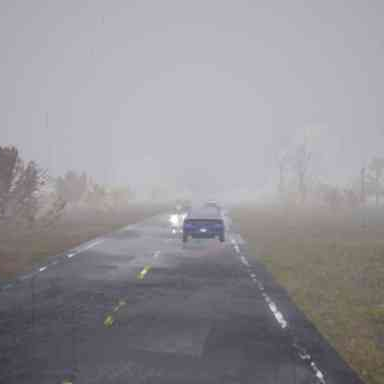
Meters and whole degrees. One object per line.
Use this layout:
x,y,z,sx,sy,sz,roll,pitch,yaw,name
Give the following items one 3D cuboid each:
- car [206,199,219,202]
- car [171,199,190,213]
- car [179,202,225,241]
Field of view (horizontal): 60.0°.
2.269,1.509,37.497,1.812,1.442,4.674,0,0,6,car
-1.087,1.471,36.117,2.128,1.511,4.902,0,0,6,car
0.596,1.470,16.593,1.882,1.535,5.008,0,0,3,car
